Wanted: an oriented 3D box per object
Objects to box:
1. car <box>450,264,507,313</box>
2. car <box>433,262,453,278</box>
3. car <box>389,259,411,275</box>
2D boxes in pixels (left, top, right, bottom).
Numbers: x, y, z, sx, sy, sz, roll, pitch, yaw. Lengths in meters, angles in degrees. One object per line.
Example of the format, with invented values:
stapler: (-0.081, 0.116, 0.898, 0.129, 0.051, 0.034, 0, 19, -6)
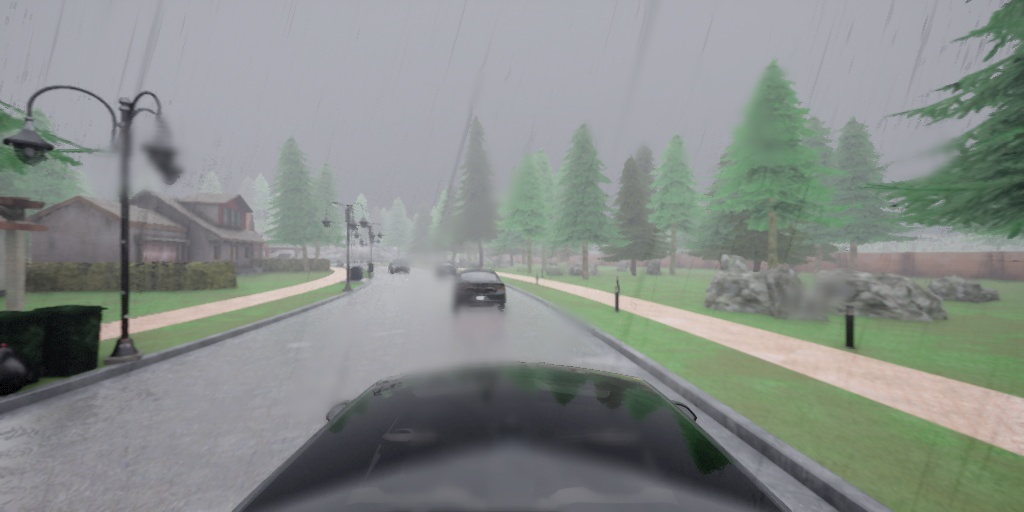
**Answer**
car: (-1.386, 1.238, 14.248, 1.882, 1.535, 5.008, 0, 0, -9)
car: (-6.312, 1.302, 34.168, 1.812, 1.442, 4.674, 0, 0, -19)
car: (-12.664, 1.136, 40.423, 2.097, 1.767, 4.553, 0, 0, -23)
